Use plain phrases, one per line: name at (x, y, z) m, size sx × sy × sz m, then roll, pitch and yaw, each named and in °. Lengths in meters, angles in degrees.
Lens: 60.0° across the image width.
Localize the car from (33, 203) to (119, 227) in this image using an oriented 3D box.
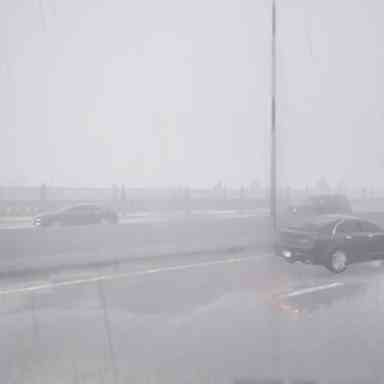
car at (-6.906, 1.452, 20.094) m, size 4.892 × 1.490 × 1.837 m, roll 0°, pitch 0°, yaw -32°

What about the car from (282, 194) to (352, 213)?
car at (9.407, 1.188, 24.862) m, size 5.566 × 2.045 × 2.150 m, roll 0°, pitch 0°, yaw -26°

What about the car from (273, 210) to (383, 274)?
car at (4.782, 1.492, 10.488) m, size 4.892 × 1.490 × 1.837 m, roll 0°, pitch 0°, yaw -29°
